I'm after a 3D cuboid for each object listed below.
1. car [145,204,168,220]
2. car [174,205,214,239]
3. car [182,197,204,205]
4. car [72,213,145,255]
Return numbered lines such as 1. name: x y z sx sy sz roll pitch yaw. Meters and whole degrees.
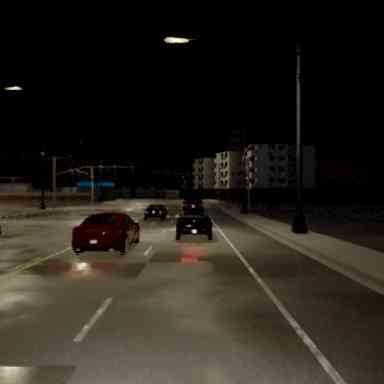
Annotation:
1. car: -3.379 1.869 31.750 2.033 1.411 5.357 0 -1 0
2. car: 0.113 1.672 18.302 1.837 1.490 4.892 0 -1 0
3. car: 0.126 1.589 36.331 2.150 2.045 5.566 0 -1 0
4. car: -3.389 1.597 13.934 1.882 1.535 5.008 0 -1 0
